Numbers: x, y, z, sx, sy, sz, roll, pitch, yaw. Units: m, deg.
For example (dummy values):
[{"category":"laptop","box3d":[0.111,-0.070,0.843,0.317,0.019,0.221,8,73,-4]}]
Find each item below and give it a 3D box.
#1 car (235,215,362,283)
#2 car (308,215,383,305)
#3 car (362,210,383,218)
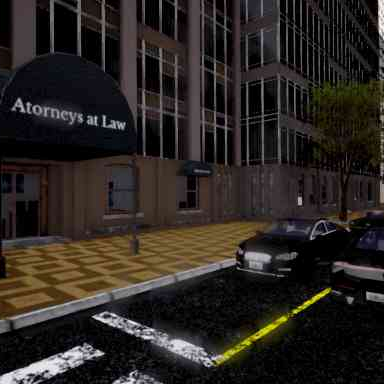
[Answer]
[{"category":"car","box3d":[3.172,1.523,9.945,2.128,1.511,4.902,-1,0,41]},{"category":"car","box3d":[4.587,1.496,7.232,2.128,1.511,4.902,-1,0,41]},{"category":"car","box3d":[9.936,1.636,17.696,1.895,1.301,4.718,-1,-1,41]}]
